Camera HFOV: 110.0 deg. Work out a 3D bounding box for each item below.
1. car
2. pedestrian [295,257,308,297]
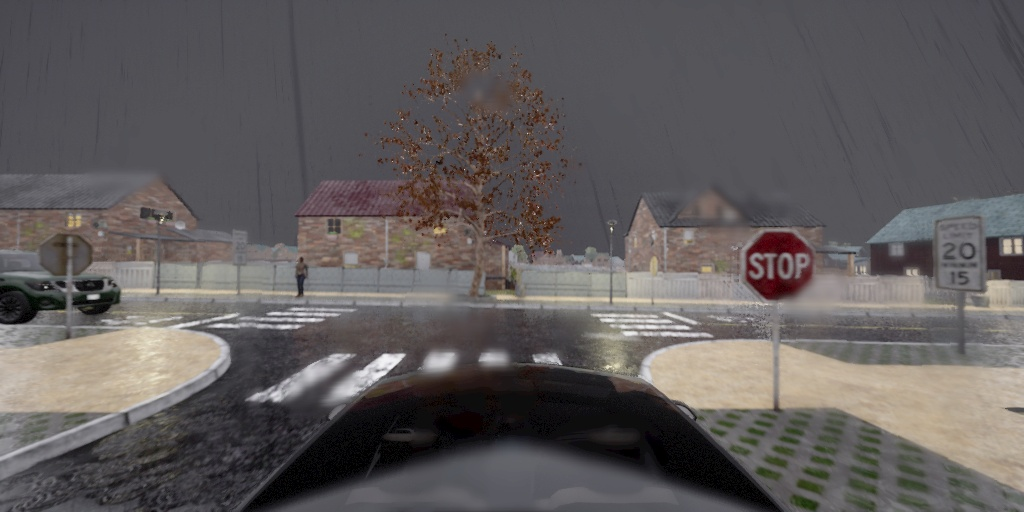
[{"bbox_3d":[-15.085,0.806,10.561,5.566,2.045,2.150,1,-1,0],"label":"car"},{"bbox_3d":[-9.705,0.936,16.461,0.375,1.860,0.375,0,-2,0],"label":"pedestrian"}]
